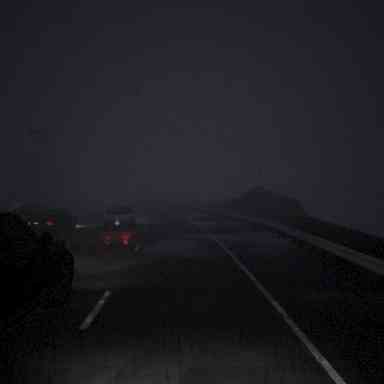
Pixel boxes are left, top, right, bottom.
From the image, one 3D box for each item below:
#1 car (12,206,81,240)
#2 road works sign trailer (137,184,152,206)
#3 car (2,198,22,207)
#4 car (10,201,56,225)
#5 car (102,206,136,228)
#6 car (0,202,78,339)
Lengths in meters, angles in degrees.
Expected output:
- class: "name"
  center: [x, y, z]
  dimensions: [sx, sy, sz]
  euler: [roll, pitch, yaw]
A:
- class: "car"
  center: [-7.904, 1.588, 18.765]
  dimensions: [2.033, 1.411, 5.357]
  euler: [0, 0, -6]
- class: "road works sign trailer"
  center: [-8.060, 0.488, 55.520]
  dimensions: [2.380, 3.560, 2.880]
  euler: [0, 0, -18]
- class: "car"
  center: [-30.454, 1.717, 56.425]
  dimensions: [2.033, 1.411, 5.357]
  euler: [0, 0, -19]
- class: "car"
  center: [-12.392, 1.543, 26.283]
  dimensions: [1.882, 1.535, 5.008]
  euler: [0, 0, -8]
- class: "car"
  center: [-4.811, 1.620, 22.501]
  dimensions: [1.895, 1.301, 4.718]
  euler: [0, 0, -7]
- class: "car"
  center: [-3.523, 1.241, 4.767]
  dimensions: [2.150, 2.045, 5.566]
  euler: [0, 0, -1]
